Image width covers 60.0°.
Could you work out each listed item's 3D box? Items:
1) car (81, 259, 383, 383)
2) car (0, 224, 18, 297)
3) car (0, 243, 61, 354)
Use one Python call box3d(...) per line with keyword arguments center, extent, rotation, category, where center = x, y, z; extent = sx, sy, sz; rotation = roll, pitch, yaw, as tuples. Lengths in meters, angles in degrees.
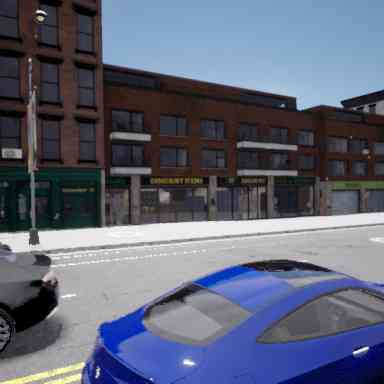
box3d(center=(1.228, 1.525, 3.704), extent=(4.674, 1.442, 1.812), rotation=(0, 0, -30), category="car")
box3d(center=(-6.151, 1.565, 7.166), extent=(4.181, 1.385, 1.994), rotation=(0, 0, -30), category="car")
box3d(center=(-4.390, 1.493, 4.430), extent=(4.902, 1.511, 2.128), rotation=(0, 0, -30), category="car")
